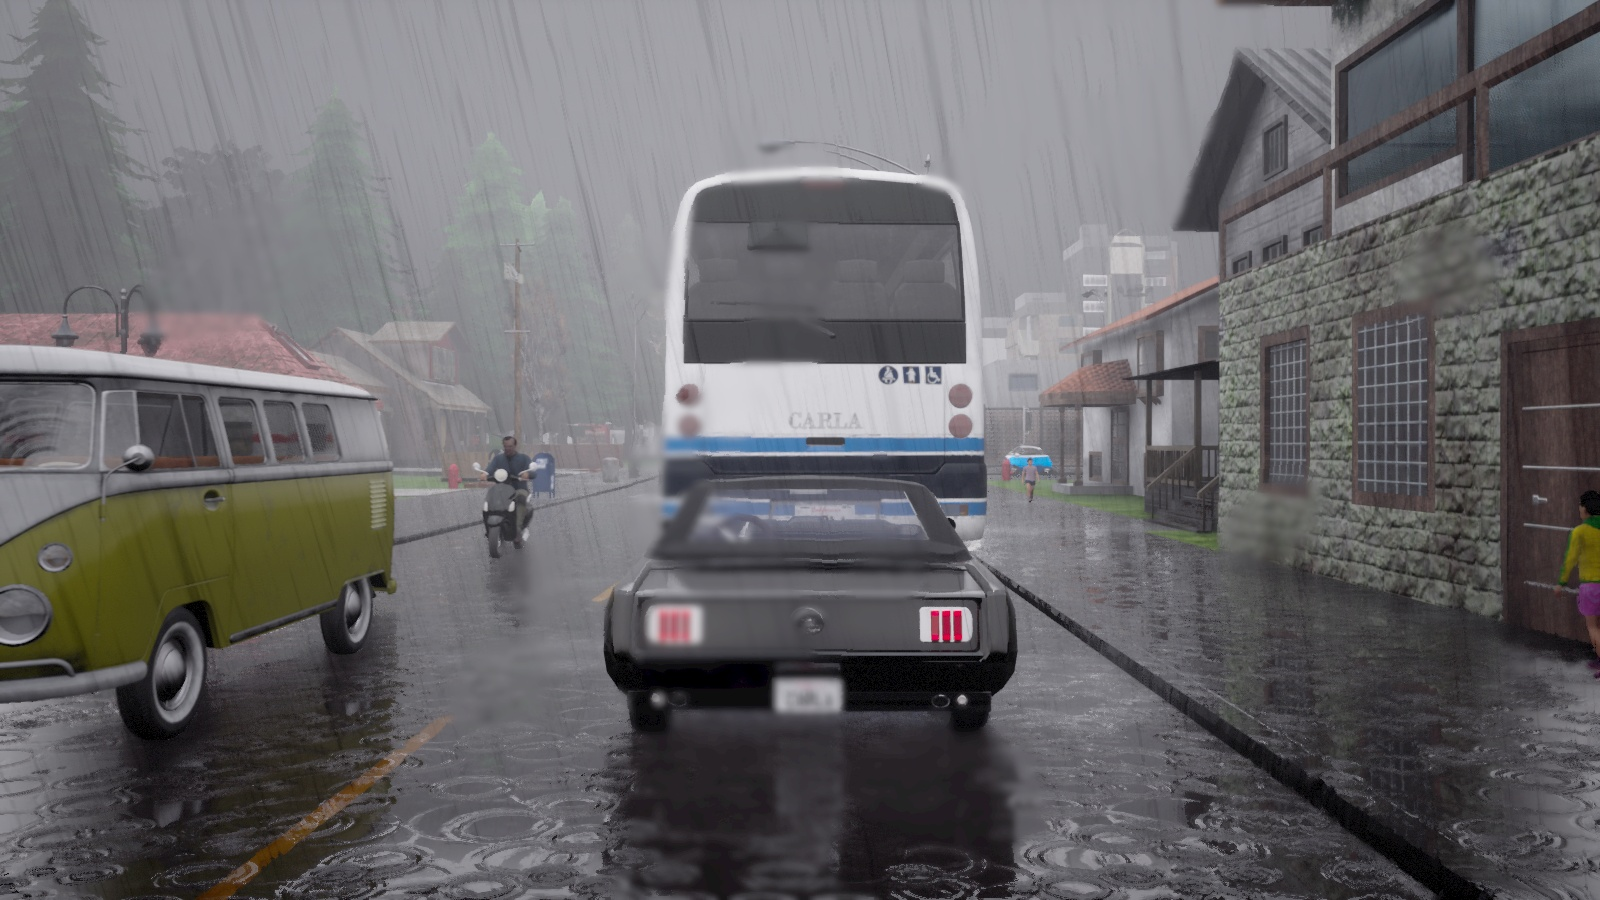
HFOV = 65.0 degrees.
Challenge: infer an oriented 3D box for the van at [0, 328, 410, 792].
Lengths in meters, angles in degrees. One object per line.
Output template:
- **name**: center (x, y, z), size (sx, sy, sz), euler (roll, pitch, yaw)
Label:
- **van**: center (-3.948, 0.451, 7.601), size (1.775, 1.987, 4.442), euler (0, 0, 0)

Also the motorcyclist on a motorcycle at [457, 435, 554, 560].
- **motorcyclist on a motorcycle**: center (-3.905, 0.602, 16.807), size (0.866, 1.590, 1.817), euler (0, 0, 0)

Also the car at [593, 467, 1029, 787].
- **car**: center (0.053, 0.803, 7.818), size (1.895, 1.301, 4.718), euler (0, 0, 0)

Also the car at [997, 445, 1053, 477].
- **car**: center (10.067, 0.491, 56.292), size (2.207, 1.376, 1.481), euler (0, 0, 0)

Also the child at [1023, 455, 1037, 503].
- **child**: center (5.358, 0.675, 29.285), size (0.255, 1.110, 0.394), euler (0, 0, 0)

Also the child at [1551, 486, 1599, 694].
- **child**: center (4.684, 0.798, 7.343), size (0.299, 1.160, 0.473), euler (0, 0, 1)

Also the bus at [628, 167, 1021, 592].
- **bus**: center (0.139, -0.730, 17.747), size (3.944, 4.253, 10.273), euler (0, 0, -1)
